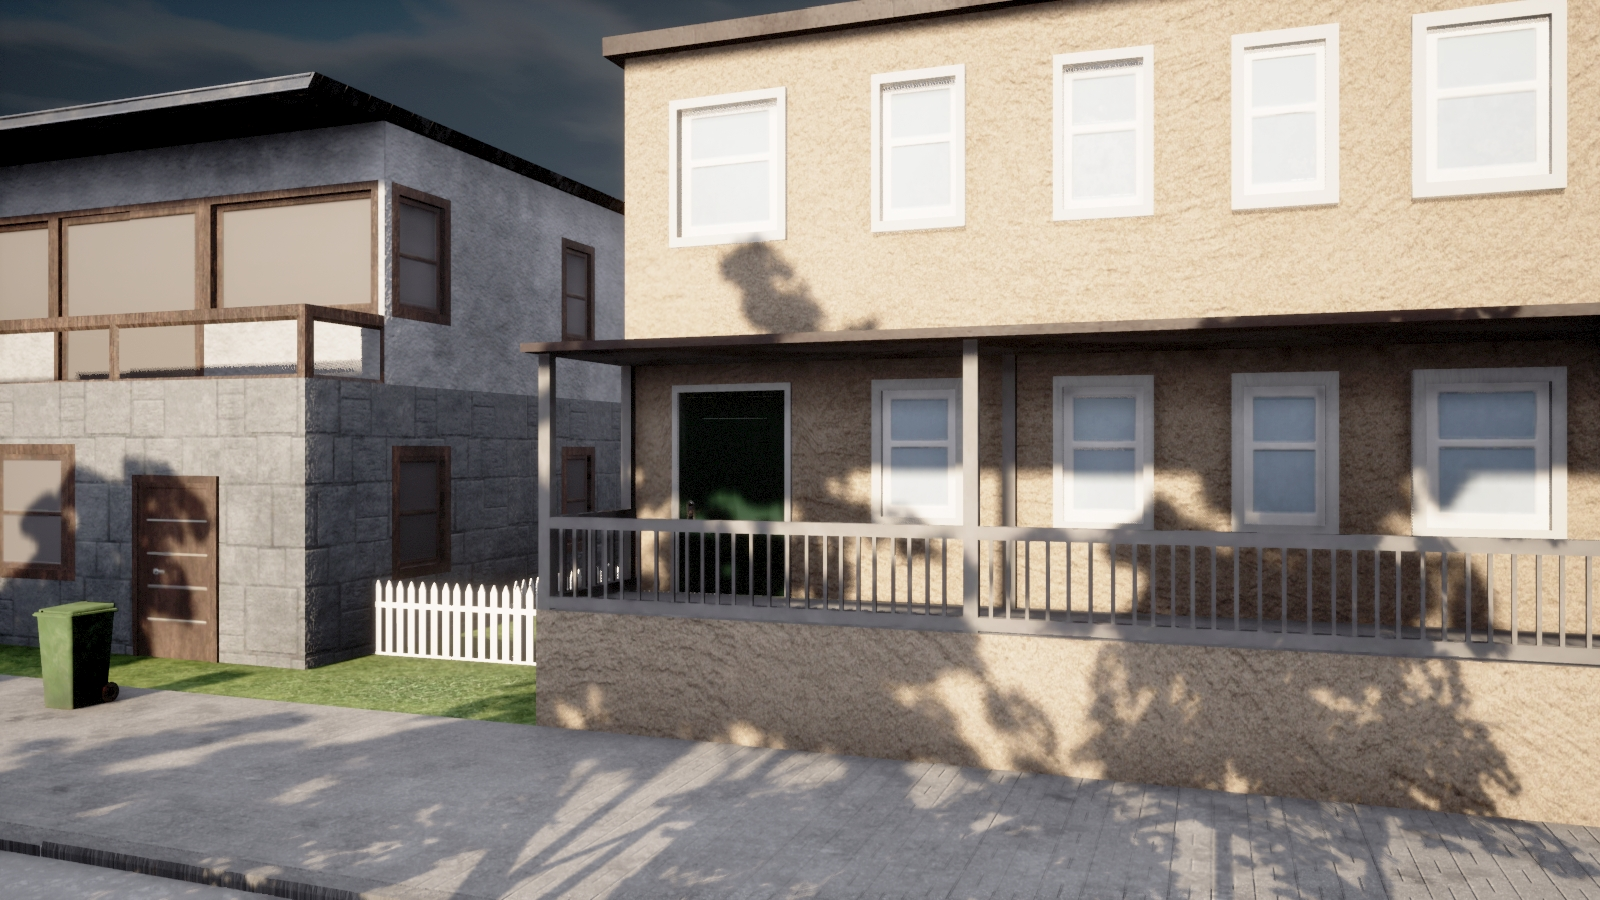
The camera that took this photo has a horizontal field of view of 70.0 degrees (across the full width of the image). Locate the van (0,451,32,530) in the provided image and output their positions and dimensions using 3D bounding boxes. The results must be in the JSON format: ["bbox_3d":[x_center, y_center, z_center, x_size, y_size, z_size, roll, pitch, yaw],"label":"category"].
[{"bbox_3d":[-27.753,1.329,35.973,1.988,2.561,5.915,0,0,20],"label":"van"}]
